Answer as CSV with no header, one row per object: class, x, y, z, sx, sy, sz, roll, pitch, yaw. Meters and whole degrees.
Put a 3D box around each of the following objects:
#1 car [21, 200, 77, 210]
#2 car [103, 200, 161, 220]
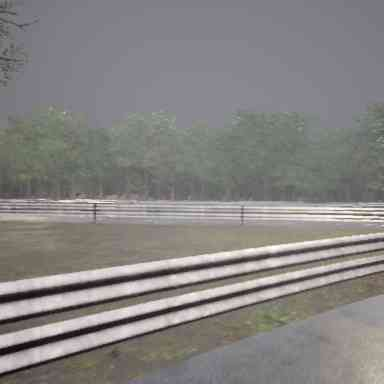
car,-14.241,1.533,33.170,5.357,1.411,2.033,0,-1,9
car,-5.047,1.474,28.242,5.008,1.535,1.882,0,-1,9
